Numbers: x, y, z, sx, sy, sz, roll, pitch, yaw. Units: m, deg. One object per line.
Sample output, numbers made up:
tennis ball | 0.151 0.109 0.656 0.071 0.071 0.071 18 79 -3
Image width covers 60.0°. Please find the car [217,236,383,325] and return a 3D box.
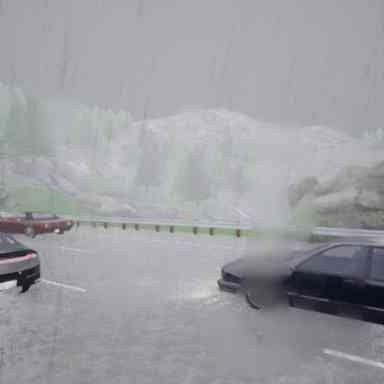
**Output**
car | 3.131 1.534 5.993 5.357 1.411 2.033 0 0 35

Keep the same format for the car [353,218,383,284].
car | 6.523 1.496 7.834 4.674 1.442 1.812 0 0 36

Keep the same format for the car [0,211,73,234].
car | -8.614 1.656 17.630 4.718 1.301 1.895 0 0 30

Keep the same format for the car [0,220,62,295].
car | -5.437 1.523 7.473 4.902 1.511 2.128 0 0 33
